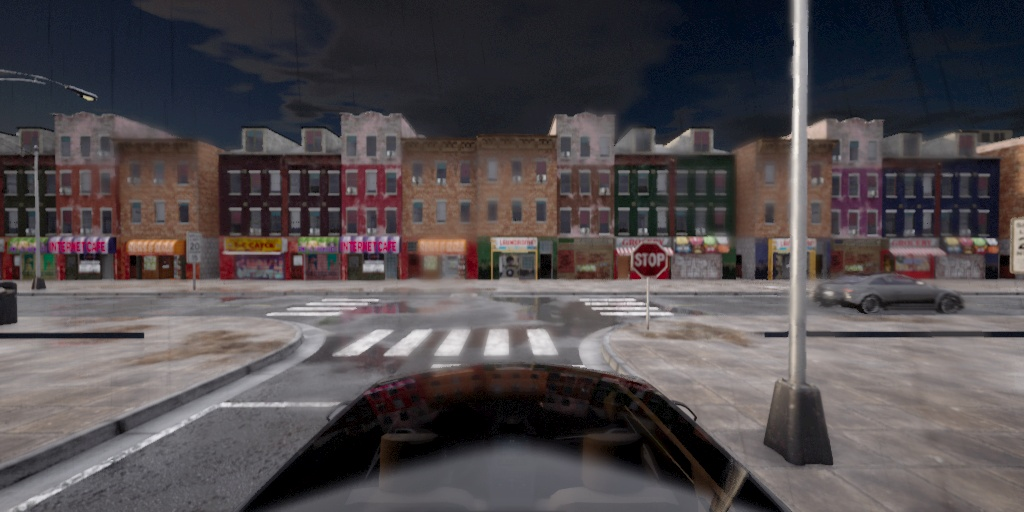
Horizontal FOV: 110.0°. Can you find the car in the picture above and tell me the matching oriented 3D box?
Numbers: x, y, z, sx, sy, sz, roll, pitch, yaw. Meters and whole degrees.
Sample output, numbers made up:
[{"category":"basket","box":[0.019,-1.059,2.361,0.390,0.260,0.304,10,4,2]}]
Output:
[{"category":"car","box":[13.469,1.314,13.006,4.181,1.385,1.994,0,1,-1]}]
